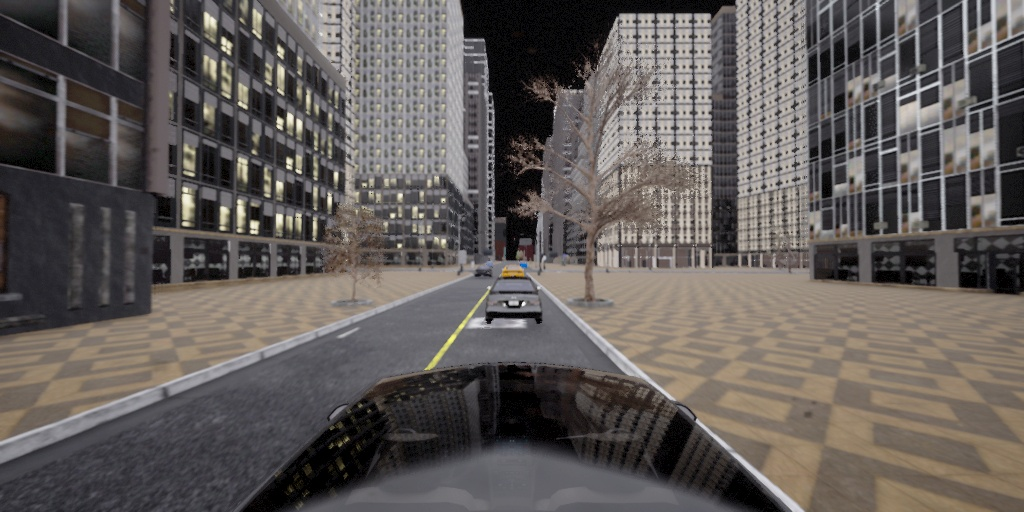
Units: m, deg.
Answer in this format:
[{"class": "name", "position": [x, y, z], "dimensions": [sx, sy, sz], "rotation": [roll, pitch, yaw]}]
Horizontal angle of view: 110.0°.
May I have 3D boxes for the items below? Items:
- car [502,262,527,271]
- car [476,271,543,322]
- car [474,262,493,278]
[{"class": "car", "position": [0.082, 1.561, 32.631], "dimensions": [1.882, 1.535, 5.008], "rotation": [0, -1, 0]}, {"class": "car", "position": [0.065, 1.418, 12.742], "dimensions": [2.033, 1.411, 5.357], "rotation": [0, -1, 0]}, {"class": "car", "position": [-3.071, 1.708, 39.830], "dimensions": [2.033, 1.411, 5.357], "rotation": [0, -1, 0]}]
